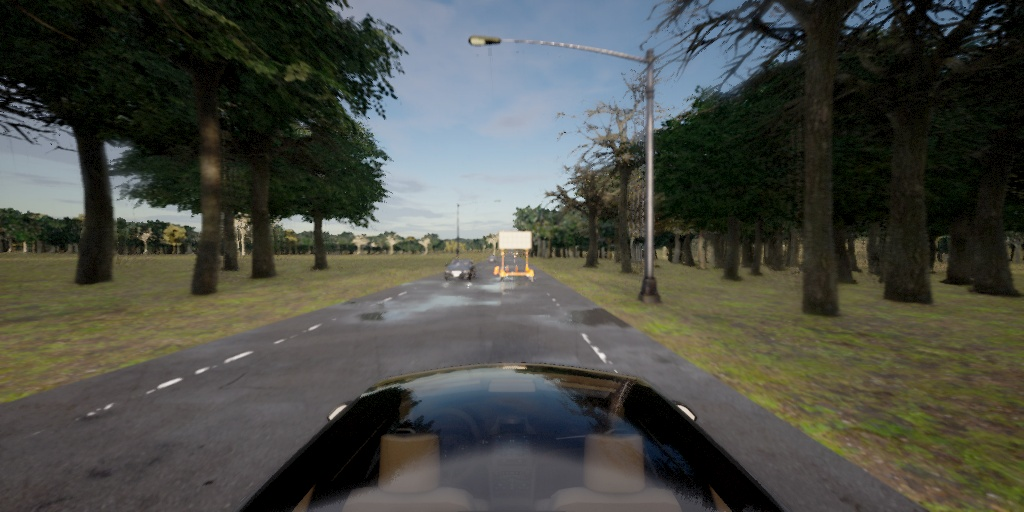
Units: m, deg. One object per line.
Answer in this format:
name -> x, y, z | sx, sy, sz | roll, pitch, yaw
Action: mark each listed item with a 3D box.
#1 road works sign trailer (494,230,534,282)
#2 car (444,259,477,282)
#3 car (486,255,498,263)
road works sign trailer -> 0.187, -0.071, 25.549 | 2.380, 3.560, 2.880 | 0, 0, -8
car -> -3.593, 0.956, 25.639 | 2.128, 1.511, 4.902 | 0, 0, 0
car -> -3.531, 0.547, 65.154 | 2.128, 1.511, 4.902 | 0, 1, 0
